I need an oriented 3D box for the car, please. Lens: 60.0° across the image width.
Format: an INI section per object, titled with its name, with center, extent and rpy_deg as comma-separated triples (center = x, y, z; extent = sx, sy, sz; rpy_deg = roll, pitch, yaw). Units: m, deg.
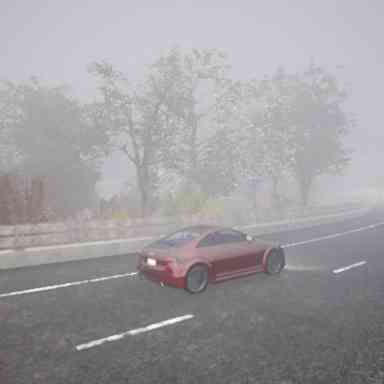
[car]
center = 0.633, 1.582, 8.916
extent = 4.181, 1.385, 1.994
rpy_deg = 0, 0, -39
